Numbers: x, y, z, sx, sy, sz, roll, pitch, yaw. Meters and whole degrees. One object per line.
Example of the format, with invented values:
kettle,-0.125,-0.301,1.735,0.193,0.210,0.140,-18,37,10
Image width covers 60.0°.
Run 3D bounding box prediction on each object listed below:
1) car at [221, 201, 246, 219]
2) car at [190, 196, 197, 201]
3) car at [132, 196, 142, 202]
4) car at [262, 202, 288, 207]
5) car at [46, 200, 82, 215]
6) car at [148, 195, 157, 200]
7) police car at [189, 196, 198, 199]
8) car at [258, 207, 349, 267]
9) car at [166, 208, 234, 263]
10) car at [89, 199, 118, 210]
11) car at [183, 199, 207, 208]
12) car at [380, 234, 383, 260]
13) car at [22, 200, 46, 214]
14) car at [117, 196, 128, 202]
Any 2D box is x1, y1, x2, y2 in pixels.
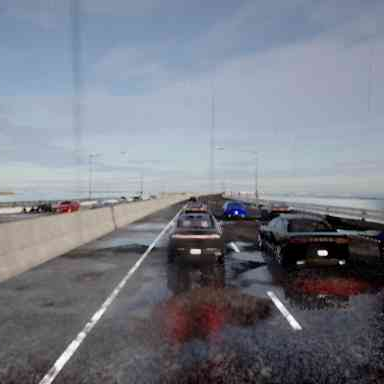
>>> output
car,3.780,1.609,30.603,1.882,1.535,5.008,0,0,1
car,0.561,1.804,93.545,1.882,1.535,5.008,0,0,2
car,-12.875,1.611,78.194,1.837,1.490,4.892,0,0,2
car,7.262,1.617,29.036,2.128,1.511,4.902,0,0,1
car,-13.832,1.632,36.912,1.882,1.535,5.008,0,0,1
car,-9.336,1.383,79.532,1.882,1.535,5.008,0,0,2
police car,0.241,1.726,83.676,1.930,1.638,5.238,0,0,2
car,3.622,1.530,11.649,1.882,1.535,5.008,0,0,0
car,0.127,1.547,12.189,2.128,1.511,4.902,0,0,0
car,-10.313,1.722,38.043,1.994,1.385,4.181,0,0,1
car,0.262,1.616,29.049,2.128,1.511,4.902,0,0,1
car,7.102,1.518,8.945,1.882,1.535,5.008,0,0,0
car,-17.318,1.648,37.684,2.128,1.511,4.902,0,0,1
car,-16.373,1.636,78.294,1.812,1.442,4.674,0,0,2
